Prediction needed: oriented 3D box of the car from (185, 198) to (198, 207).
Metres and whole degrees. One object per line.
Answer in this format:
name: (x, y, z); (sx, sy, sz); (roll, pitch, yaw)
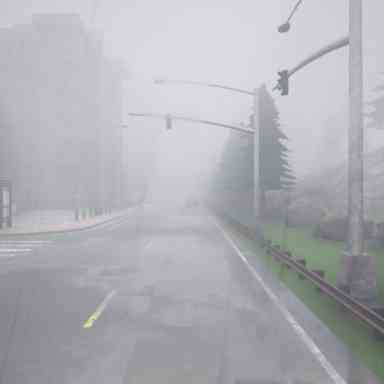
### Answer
car: (-0.039, 1.564, 50.677); (1.994, 1.385, 4.181); (0, 0, 0)
